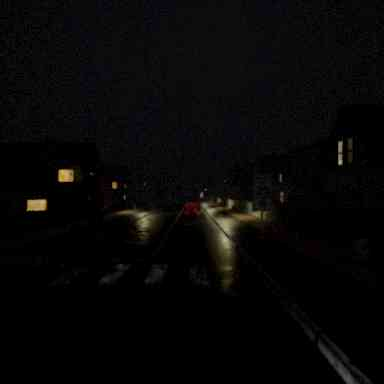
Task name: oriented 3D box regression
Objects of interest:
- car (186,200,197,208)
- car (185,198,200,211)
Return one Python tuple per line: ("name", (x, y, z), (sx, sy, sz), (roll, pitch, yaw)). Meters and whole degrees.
("car", (-0.040, 2.068, 57.655), (1.895, 1.301, 4.718), (0, -1, 0))
("car", (0.068, 1.717, 47.436), (2.097, 1.767, 4.553), (0, -1, 0))
